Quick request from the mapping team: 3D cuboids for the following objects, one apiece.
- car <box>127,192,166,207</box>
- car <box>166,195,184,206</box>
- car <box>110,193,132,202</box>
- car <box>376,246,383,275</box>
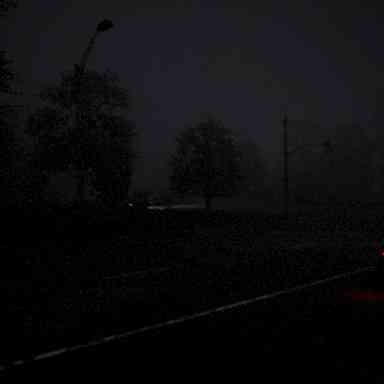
[{"bbox_3d":[-6.529,0.971,47.410,2.150,2.045,5.566,-2,1,-39],"label":"car"},{"bbox_3d":[-3.109,1.157,48.753,2.128,1.511,4.902,-2,1,-39],"label":"car"},{"bbox_3d":[-13.163,0.954,61.362,1.882,1.535,5.008,-2,1,-39],"label":"car"},{"bbox_3d":[6.929,1.504,8.718,5.357,1.411,2.033,-1,1,-35],"label":"car"}]
